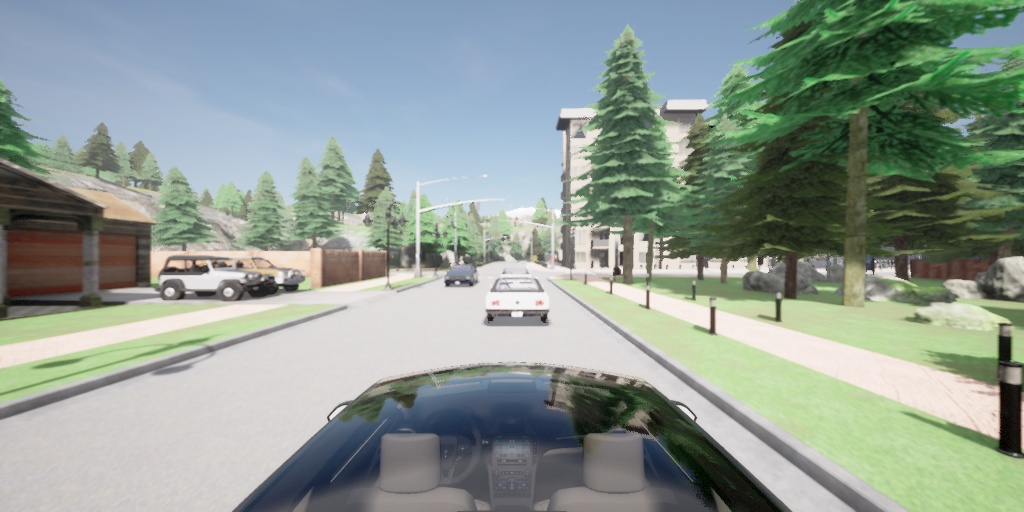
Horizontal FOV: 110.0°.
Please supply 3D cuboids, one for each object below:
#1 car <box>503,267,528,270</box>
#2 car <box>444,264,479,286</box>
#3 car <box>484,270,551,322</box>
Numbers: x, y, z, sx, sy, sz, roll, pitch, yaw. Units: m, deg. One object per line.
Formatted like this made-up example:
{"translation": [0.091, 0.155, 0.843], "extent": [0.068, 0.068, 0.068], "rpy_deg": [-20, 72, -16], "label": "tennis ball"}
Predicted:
{"translation": [0.217, 1.327, 22.068], "extent": [1.895, 1.301, 4.718], "rpy_deg": [0, 0, 0], "label": "car"}
{"translation": [-3.366, 1.266, 24.854], "extent": [2.033, 1.411, 5.357], "rpy_deg": [0, 0, 0], "label": "car"}
{"translation": [0.162, 1.338, 12.209], "extent": [1.895, 1.301, 4.718], "rpy_deg": [0, 0, 0], "label": "car"}
